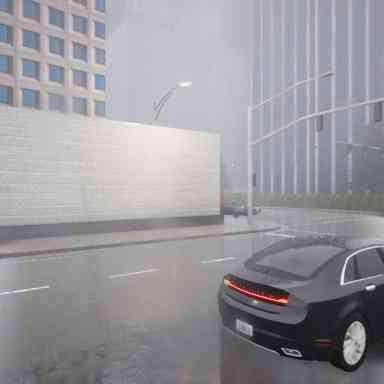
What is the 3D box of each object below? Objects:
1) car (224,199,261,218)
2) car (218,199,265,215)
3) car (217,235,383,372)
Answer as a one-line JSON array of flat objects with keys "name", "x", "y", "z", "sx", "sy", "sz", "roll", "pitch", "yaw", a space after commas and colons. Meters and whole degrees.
[{"name": "car", "x": 3.599, "y": 1.603, "z": 31.575, "sx": 2.033, "sy": 1.411, "sz": 5.357, "roll": 0, "pitch": 0, "yaw": -36}, {"name": "car", "x": 5.160, "y": 1.547, "z": 35.407, "sx": 2.128, "sy": 1.511, "sz": 4.902, "roll": 0, "pitch": 0, "yaw": -36}, {"name": "car", "x": 2.658, "y": 1.505, "z": 5.696, "sx": 4.892, "sy": 1.490, "sz": 1.837, "roll": 0, "pitch": 0, "yaw": -35}]
